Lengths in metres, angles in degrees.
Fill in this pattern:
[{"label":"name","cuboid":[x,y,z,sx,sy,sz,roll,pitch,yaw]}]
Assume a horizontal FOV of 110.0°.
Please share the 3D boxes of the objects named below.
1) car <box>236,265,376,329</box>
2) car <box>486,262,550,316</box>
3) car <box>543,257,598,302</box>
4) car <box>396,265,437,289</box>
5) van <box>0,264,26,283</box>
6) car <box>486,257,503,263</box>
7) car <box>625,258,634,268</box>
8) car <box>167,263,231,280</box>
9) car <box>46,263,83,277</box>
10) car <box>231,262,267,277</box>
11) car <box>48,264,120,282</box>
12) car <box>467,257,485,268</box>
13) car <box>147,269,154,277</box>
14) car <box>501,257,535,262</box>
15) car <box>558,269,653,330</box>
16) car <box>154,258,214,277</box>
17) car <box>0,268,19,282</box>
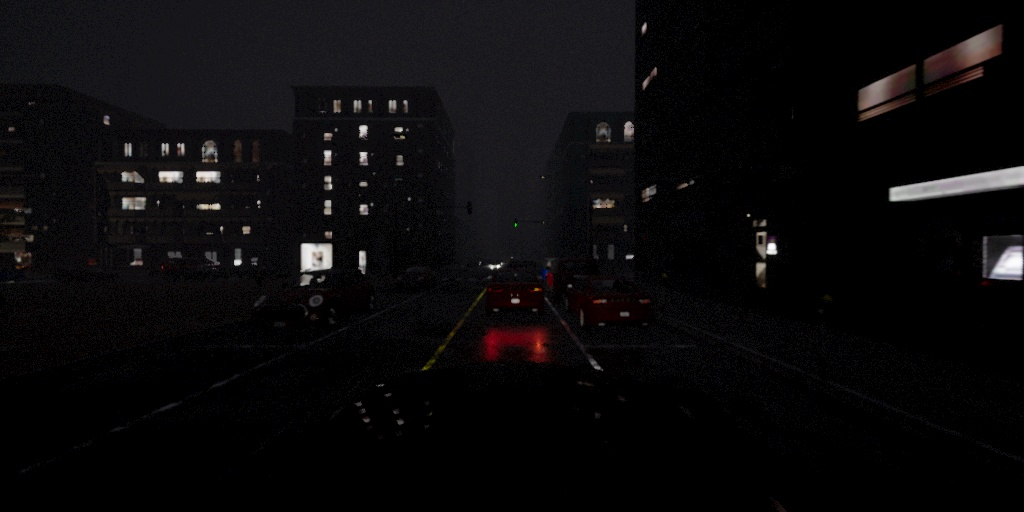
[{"label":"car","cuboid":[-5.690,1.135,10.788,1.967,1.591,4.097,0,0,0]},{"label":"car","cuboid":[0.103,1.159,13.161,1.882,1.535,5.008,0,1,0]},{"label":"car","cuboid":[2.693,0.977,16.313,2.192,1.841,5.009,0,0,0]},{"label":"car","cuboid":[-5.687,1.212,21.844,1.802,1.307,4.207,0,0,0]},{"label":"van","cuboid":[-46.845,1.604,32.552,3.998,1.789,1.690,0,0,0]},{"label":"car","cuboid":[-3.013,0.882,64.987,2.128,1.511,4.902,0,0,1]},{"label":"car","cuboid":[15.782,0.549,41.389,5.009,1.841,2.192,0,0,0]},{"label":"car","cuboid":[-27.955,1.538,32.580,4.403,1.370,2.007,0,0,0]},{"label":"car","cuboid":[-50.291,1.640,40.941,4.097,1.591,1.967,0,0,0]},{"label":"car","cuboid":[-22.386,1.456,32.618,4.403,1.370,2.007,0,0,0]},{"label":"car","cuboid":[-38.385,1.685,32.554,4.507,1.381,1.888,0,0,0]},{"label":"car","cuboid":[-5.679,1.013,54.248,1.948,1.339,4.313,0,0,0]},{"label":"car","cuboid":[-39.154,1.617,41.092,4.207,1.307,1.802,0,0,0]},{"label":"car","cuboid":[0.632,1.100,28.075,1.837,1.490,4.892,0,1,8]},{"label":"car","cuboid":[2.691,1.240,10.785,1.888,1.381,4.507,0,0,0]},{"label":"car","cuboid":[-31.093,1.218,35.267,5.566,2.045,2.150,-1,1,0]},{"label":"car","cuboid":[-52.189,1.906,35.225,4.718,1.301,1.895,-1,1,0]}]
